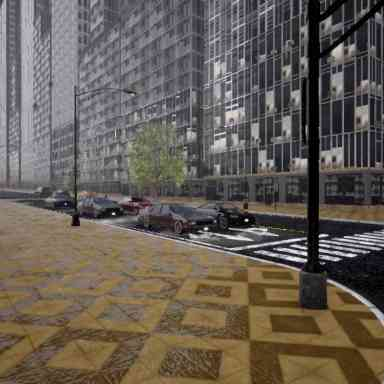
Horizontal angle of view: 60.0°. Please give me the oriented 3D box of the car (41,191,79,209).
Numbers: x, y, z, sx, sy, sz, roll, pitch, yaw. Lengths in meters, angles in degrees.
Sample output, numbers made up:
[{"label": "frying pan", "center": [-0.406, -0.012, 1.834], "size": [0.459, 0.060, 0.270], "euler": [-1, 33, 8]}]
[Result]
[{"label": "car", "center": [-13.397, 0.939, 33.562], "size": [1.994, 1.385, 4.181], "euler": [0, 1, -38]}]

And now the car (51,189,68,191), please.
[{"label": "car", "center": [-25.349, 0.272, 65.040], "size": [1.837, 1.490, 4.892], "euler": [0, 1, -38]}]

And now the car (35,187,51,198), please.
[{"label": "car", "center": [-28.475, -0.025, 63.764], "size": [2.150, 2.045, 5.566], "euler": [0, 1, -38]}]

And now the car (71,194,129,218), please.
[{"label": "car", "center": [-7.188, 1.107, 25.614], "size": [2.033, 1.411, 5.357], "euler": [0, 1, -38]}]

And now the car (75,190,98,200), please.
[{"label": "car", "center": [-17.462, 0.485, 54.930], "size": [1.882, 1.535, 5.008], "euler": [0, 1, -38]}]

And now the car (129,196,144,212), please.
[{"label": "car", "center": [-4.610, 1.083, 27.592], "size": [1.812, 1.442, 4.674], "euler": [0, 1, -38]}]

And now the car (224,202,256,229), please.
[{"label": "car", "center": [1.721, 1.309, 19.523], "size": [1.994, 1.385, 4.181], "euler": [0, 1, -38]}]

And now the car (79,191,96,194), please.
[{"label": "car", "center": [-11.025, 0.913, 35.804], "size": [2.033, 1.411, 5.357], "euler": [0, 1, -38]}]

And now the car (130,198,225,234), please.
[{"label": "car", "center": [-0.970, 1.292, 17.687], "size": [2.033, 1.411, 5.357], "euler": [0, 1, -38]}]
